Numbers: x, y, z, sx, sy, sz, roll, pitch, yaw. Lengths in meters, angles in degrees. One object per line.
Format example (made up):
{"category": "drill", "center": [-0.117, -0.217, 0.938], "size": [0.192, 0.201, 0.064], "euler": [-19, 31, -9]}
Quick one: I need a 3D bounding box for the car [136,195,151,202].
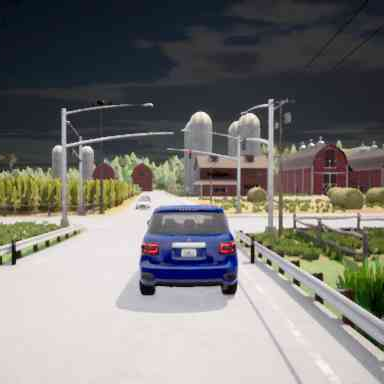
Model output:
{"category": "car", "center": [-6.406, 1.512, 43.816], "size": [1.812, 1.442, 4.674], "euler": [0, 1, -7]}

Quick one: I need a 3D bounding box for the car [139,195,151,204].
{"category": "car", "center": [-8.383, 1.298, 59.616], "size": [1.994, 1.385, 4.181], "euler": [0, 1, -7]}

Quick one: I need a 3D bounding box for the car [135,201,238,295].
{"category": "car", "center": [-0.110, 1.366, 9.166], "size": [2.150, 2.045, 5.566], "euler": [0, -2, -1]}
